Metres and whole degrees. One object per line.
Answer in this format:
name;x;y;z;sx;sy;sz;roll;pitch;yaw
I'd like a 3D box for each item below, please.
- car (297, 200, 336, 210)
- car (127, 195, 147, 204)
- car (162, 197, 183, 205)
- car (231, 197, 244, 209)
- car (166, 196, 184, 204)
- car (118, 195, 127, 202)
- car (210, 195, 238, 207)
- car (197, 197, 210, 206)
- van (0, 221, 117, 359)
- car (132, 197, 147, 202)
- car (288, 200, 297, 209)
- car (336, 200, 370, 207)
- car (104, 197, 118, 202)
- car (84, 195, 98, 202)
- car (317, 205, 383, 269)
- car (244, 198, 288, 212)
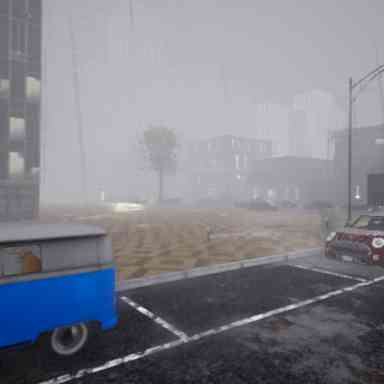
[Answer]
car;16.024;1.663;41.962;1.947;1.339;4.313;1;-1;-35
car;-10.448;1.678;65.218;1.752;1.417;4.829;1;-1;-35
car;-4.167;1.754;60.882;1.895;1.301;4.718;1;-1;-35
car;7.766;1.652;43.496;1.895;1.301;4.718;1;-1;-35
car;-3.659;1.698;70.134;1.967;1.590;4.097;1;-1;-35
car;-19.469;1.706;92.946;2.192;1.841;5.009;1;-1;-35
car;5.897;1.495;56.497;2.192;1.841;5.009;1;-1;-35
car;2.707;1.645;61.040;1.967;1.590;4.097;1;-1;-35
van;-3.000;1.341;4.361;3.998;1.788;1.690;0;1;-35
car;-13.242;1.864;83.960;1.752;1.417;4.829;1;-1;-35
car;12.902;1.705;46.466;1.802;1.307;4.206;1;-1;-35
car;19.147;1.623;37.456;2.008;1.369;4.403;1;-1;-35
car;-20.031;1.799;79.045;1.947;1.339;4.313;1;-1;-35
car;-26.259;1.811;88.029;1.752;1.417;4.829;1;-1;-35
car;6.190;1.420;10.922;4.097;1.590;1.967;0;1;-35
car;8.322;1.435;37.912;1.967;1.590;4.097;1;-1;-35
